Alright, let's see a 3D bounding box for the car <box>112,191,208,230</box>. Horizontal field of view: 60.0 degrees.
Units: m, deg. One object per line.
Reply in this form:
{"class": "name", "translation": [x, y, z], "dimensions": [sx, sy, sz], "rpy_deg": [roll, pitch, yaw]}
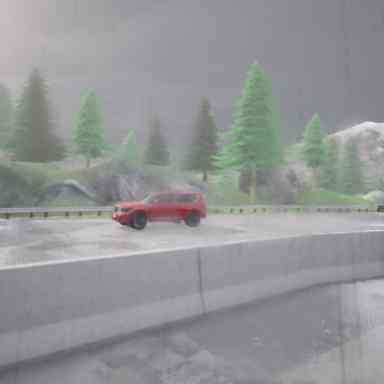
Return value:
{"class": "car", "translation": [-1.751, 0.970, 19.253], "dimensions": [5.566, 2.045, 2.150], "rpy_deg": [1, 1, -29]}
